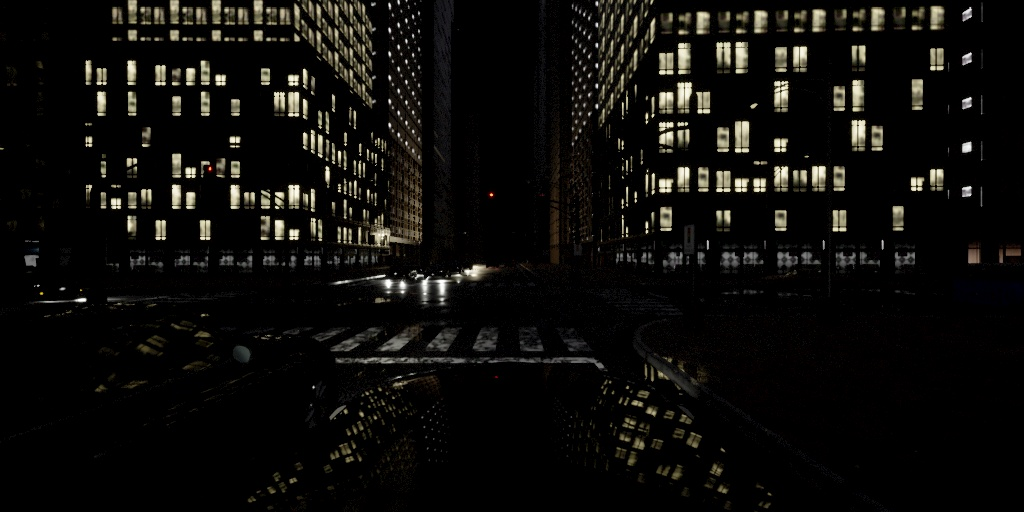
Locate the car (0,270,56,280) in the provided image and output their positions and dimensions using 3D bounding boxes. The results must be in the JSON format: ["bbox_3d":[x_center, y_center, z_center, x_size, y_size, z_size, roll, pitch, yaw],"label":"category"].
[{"bbox_3d":[-22.521,1.322,16.378,4.181,1.385,1.994,0,0,0],"label":"car"}]

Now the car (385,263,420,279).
[{"bbox_3d":[-10.015,1.343,32.770,1.994,1.385,4.181,0,0,0],"label":"car"}]

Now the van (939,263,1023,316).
[{"bbox_3d":[18.301,1.119,12.718,3.998,1.789,1.690,0,0,2],"label":"van"}]

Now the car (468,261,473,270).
[{"bbox_3d":[-6.858,1.389,52.775,1.994,1.385,4.181,0,0,0],"label":"car"}]

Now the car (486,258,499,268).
[{"bbox_3d":[-3.473,1.214,63.616,2.097,1.767,4.553,0,0,-1],"label":"car"}]

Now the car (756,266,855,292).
[{"bbox_3d":[16.987,1.293,20.883,4.829,1.417,1.751,0,0,2],"label":"car"}]

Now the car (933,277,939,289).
[{"bbox_3d":[26.824,1.356,20.451,4.207,1.307,1.802,0,0,2],"label":"car"}]

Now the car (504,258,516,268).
[{"bbox_3d":[-0.329,1.426,63.793,1.994,1.385,4.181,0,0,0],"label":"car"}]

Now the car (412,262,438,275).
[{"bbox_3d":[-10.054,1.361,41.679,1.994,1.385,4.181,0,0,0],"label":"car"}]

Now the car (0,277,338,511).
[{"bbox_3d":[-3.154,1.102,2.524,2.097,1.767,4.553,0,0,0],"label":"car"}]

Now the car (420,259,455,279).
[{"bbox_3d":[-6.764,1.305,32.923,1.812,1.442,4.674,0,0,0],"label":"car"}]

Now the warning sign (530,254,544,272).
[{"bbox_3d":[2.643,0.910,40.793,1.300,1.860,1.060,0,0,0],"label":"warning sign"}]

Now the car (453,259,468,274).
[{"bbox_3d":[-6.817,1.277,42.797,1.882,1.535,5.008,0,0,0],"label":"car"}]
